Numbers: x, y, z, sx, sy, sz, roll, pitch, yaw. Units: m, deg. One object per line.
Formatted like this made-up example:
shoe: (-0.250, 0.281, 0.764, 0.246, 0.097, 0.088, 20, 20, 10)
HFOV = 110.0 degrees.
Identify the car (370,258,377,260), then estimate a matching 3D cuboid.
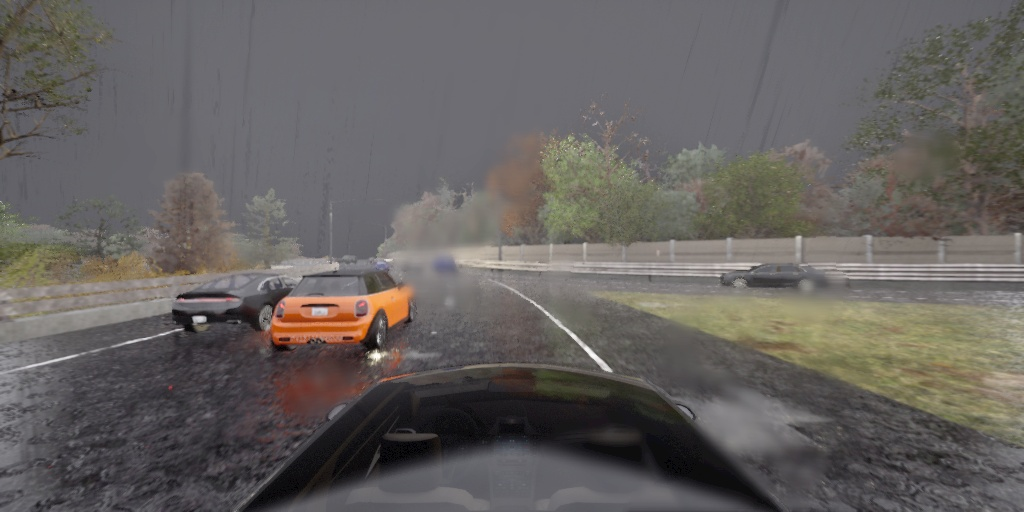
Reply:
car: (-16.159, 1.293, 44.233, 1.812, 1.442, 4.674, 0, 0, -24)

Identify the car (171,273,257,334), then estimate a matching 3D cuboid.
car: (-7.515, 1.266, 10.809, 2.128, 1.511, 4.902, 0, 0, -5)

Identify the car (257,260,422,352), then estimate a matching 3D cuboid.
car: (-3.892, 1.111, 9.172, 2.097, 1.767, 4.553, 0, 0, -3)

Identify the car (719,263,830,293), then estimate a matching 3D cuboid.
car: (14.165, 1.153, 19.640, 4.892, 1.490, 1.837, 0, 0, 26)

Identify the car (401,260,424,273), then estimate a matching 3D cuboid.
car: (-12.273, 1.239, 44.029, 2.128, 1.511, 4.902, 0, 0, -22)

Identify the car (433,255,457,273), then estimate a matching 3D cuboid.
car: (-8.080, 0.948, 43.037, 2.150, 2.045, 5.566, 0, 0, -21)
